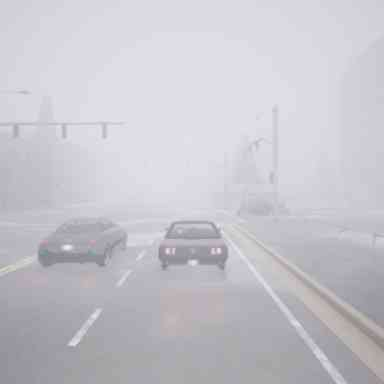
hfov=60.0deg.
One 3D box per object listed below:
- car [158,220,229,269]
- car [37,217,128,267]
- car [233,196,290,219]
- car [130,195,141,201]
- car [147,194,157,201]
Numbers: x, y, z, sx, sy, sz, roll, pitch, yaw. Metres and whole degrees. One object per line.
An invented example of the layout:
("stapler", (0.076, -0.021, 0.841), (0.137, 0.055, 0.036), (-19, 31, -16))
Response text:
("car", (0.033, 1.558, 10.940), (1.895, 1.301, 4.718), (0, 0, 0))
("car", (-3.468, 1.518, 11.280), (1.994, 1.385, 4.181), (0, 0, 0))
("car", (5.782, 1.228, 27.688), (4.553, 1.767, 2.097), (0, 0, -3))
("car", (-12.247, 1.258, 73.096), (2.033, 1.411, 5.357), (0, 0, -1))
("car", (-8.749, 1.242, 73.188), (1.812, 1.442, 4.674), (0, 0, -1))
